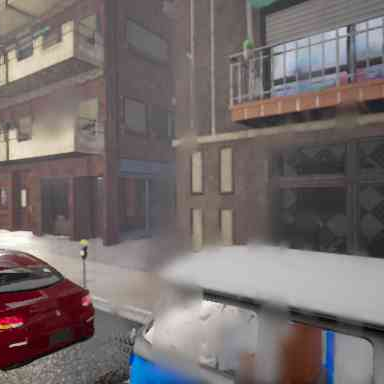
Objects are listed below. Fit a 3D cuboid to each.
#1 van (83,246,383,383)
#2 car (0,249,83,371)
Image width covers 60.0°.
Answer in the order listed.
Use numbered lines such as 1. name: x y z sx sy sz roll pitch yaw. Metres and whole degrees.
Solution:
1. van: 1.361 1.342 1.882 3.998 1.788 1.690 0 -1 36
2. car: -3.259 1.563 5.172 4.206 1.307 1.802 0 -1 36
